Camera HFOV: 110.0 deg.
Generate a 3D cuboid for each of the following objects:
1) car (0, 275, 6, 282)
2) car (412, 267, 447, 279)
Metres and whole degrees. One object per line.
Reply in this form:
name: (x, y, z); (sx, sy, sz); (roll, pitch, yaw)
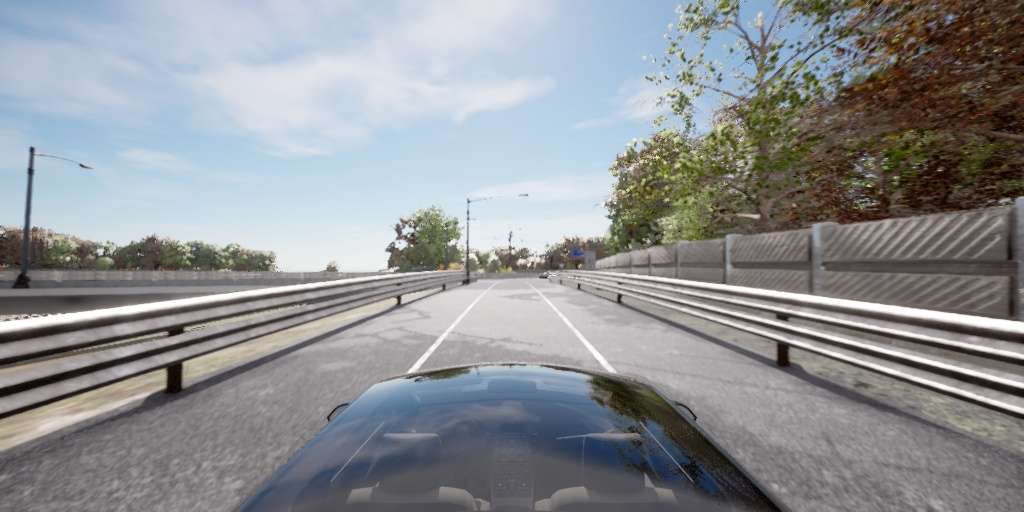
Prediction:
car: (-49.045, 1.649, 32.014); (4.902, 1.511, 2.128); (1, -3, -24)
car: (-11.349, 2.513, 49.878); (2.150, 2.045, 5.566); (-3, -4, 44)
